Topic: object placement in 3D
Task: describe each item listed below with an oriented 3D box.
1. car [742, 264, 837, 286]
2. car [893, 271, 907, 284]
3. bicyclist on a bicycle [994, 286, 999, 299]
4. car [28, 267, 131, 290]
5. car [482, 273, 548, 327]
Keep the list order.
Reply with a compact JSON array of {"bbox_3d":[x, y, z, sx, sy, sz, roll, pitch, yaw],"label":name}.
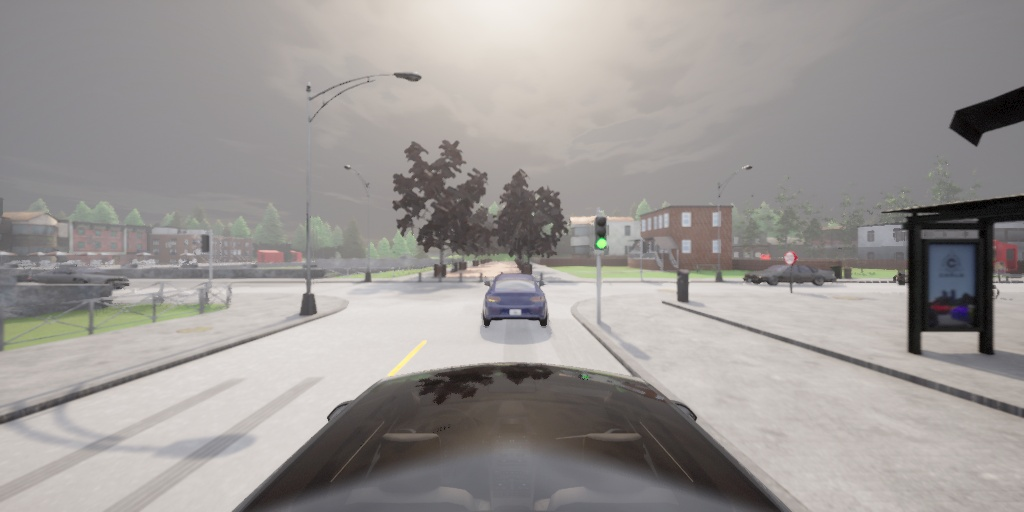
[{"bbox_3d":[18.788,1.273,24.353,5.357,1.411,2.033,0,0,0],"label":"car"},{"bbox_3d":[28.736,1.290,24.357,4.181,1.385,1.994,0,0,0],"label":"car"},{"bbox_3d":[20.571,1.084,15.956,0.582,1.620,1.656,0,0,0],"label":"bicyclist on a bicycle"},{"bbox_3d":[-24.228,1.293,20.118,4.181,1.385,1.994,0,0,0],"label":"car"},{"bbox_3d":[0.086,1.265,11.424,1.812,1.442,4.674,0,0,0],"label":"car"}]
